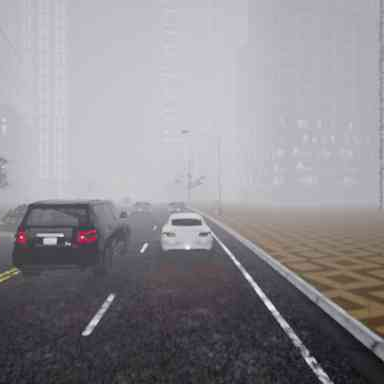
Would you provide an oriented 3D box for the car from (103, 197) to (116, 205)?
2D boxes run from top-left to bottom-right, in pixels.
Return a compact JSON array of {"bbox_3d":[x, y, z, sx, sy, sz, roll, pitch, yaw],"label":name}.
[{"bbox_3d":[-15.600,1.597,62.999,2.033,1.411,5.357,0,0,-10],"label":"car"}]

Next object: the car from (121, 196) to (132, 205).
[{"bbox_3d":[-12.284,1.548,62.827,1.837,1.490,4.892,0,0,-9],"label":"car"}]

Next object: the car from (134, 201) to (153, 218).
[{"bbox_3d":[-4.615,1.567,30.826,2.033,1.411,5.357,0,0,-5],"label":"car"}]

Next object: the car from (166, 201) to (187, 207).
[{"bbox_3d":[-1.368,1.563,30.752,2.033,1.411,5.357,0,0,-5],"label":"car"}]

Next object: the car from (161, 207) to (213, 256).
[{"bbox_3d":[-0.235,1.533,13.035,1.812,1.442,4.674,0,0,-2],"label":"car"}]

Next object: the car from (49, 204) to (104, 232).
[{"bbox_3d":[-7.387,1.568,21.879,2.033,1.411,5.357,0,0,-4],"label":"car"}]

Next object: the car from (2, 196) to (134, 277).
[{"bbox_3d":[-3.376,1.232,10.405,2.150,2.045,5.566,0,0,-2],"label":"car"}]
